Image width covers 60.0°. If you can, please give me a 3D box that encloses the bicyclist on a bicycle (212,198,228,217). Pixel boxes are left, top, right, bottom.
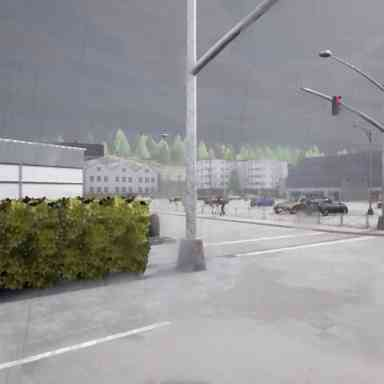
[{"bbox_3d":[2.365,1.301,28.018,1.656,1.620,0.582,0,0,-35],"label":"bicyclist on a bicycle"}]

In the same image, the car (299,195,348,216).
[{"bbox_3d":[12.124,1.340,29.942,4.514,1.523,2.007,0,0,-35],"label":"car"}]

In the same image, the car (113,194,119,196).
[{"bbox_3d":[-19.743,1.334,84.931,4.902,1.511,2.128,0,0,-35],"label":"car"}]

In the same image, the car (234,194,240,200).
[{"bbox_3d":[9.691,1.232,77.884,3.806,1.475,1.970,0,0,-35],"label":"car"}]

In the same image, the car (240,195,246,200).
[{"bbox_3d":[13.628,1.154,72.806,5.027,1.636,2.152,0,0,-35],"label":"car"}]

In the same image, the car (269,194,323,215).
[{"bbox_3d":[10.286,1.330,32.485,5.027,1.636,2.152,0,0,-35],"label":"car"}]

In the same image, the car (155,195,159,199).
[{"bbox_3d":[-11.327,1.286,90.768,5.008,1.535,1.882,0,0,-35],"label":"car"}]

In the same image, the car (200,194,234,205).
[{"bbox_3d":[4.119,1.298,54.811,4.514,1.523,2.007,0,0,-35],"label":"car"}]

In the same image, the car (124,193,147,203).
[{"bbox_3d":[-10.758,1.077,63.628,3.866,1.878,1.905,0,0,-35],"label":"car"}]

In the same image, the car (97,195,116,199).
[{"bbox_3d":[-11.352,1.506,41.263,1.837,1.490,4.892,0,0,-35],"label":"car"}]

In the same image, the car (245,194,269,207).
[{"bbox_3d":[9.802,1.320,46.591,3.633,1.501,1.845,0,0,-35],"label":"car"}]

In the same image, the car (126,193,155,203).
[{"bbox_3d":[-9.357,1.361,60.551,3.806,1.475,1.970,0,0,-35],"label":"car"}]

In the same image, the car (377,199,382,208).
[{"bbox_3d":[25.679,1.384,43.044,3.806,1.475,1.970,0,0,-35],"label":"car"}]

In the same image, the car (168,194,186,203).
[{"bbox_3d":[-2.425,1.097,65.434,4.605,1.855,1.932,0,0,-35],"label":"car"}]

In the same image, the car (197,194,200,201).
[{"bbox_3d":[1.814,1.298,76.855,4.514,1.523,2.007,0,0,-35],"label":"car"}]
